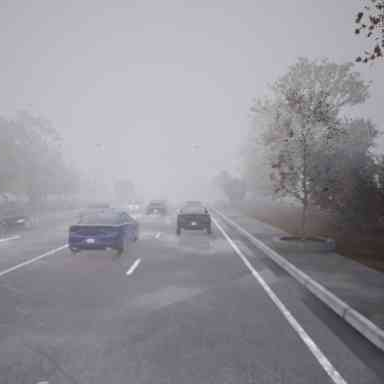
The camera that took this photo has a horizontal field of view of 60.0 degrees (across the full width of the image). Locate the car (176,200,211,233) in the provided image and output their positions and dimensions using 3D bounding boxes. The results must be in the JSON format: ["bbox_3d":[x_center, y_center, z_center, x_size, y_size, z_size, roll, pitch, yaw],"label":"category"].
[{"bbox_3d":[0.098,1.477,19.618,1.882,1.535,5.008,0,0,0],"label":"car"}]

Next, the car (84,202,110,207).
[{"bbox_3d":[-7.097,1.504,24.823,1.837,1.490,4.892,0,0,0],"label":"car"}]

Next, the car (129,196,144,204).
[{"bbox_3d":[-9.952,1.487,59.695,2.128,1.511,4.902,0,0,4],"label":"car"}]

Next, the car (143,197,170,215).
[{"bbox_3d":[-3.397,1.504,33.453,1.837,1.490,4.892,0,0,0],"label":"car"}]

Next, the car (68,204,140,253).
[{"bbox_3d":[-3.413,1.477,13.659,1.882,1.535,5.008,0,0,0],"label":"car"}]

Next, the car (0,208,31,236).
[{"bbox_3d":[-10.600,1.563,18.133,1.994,1.385,4.181,0,0,0],"label":"car"}]
